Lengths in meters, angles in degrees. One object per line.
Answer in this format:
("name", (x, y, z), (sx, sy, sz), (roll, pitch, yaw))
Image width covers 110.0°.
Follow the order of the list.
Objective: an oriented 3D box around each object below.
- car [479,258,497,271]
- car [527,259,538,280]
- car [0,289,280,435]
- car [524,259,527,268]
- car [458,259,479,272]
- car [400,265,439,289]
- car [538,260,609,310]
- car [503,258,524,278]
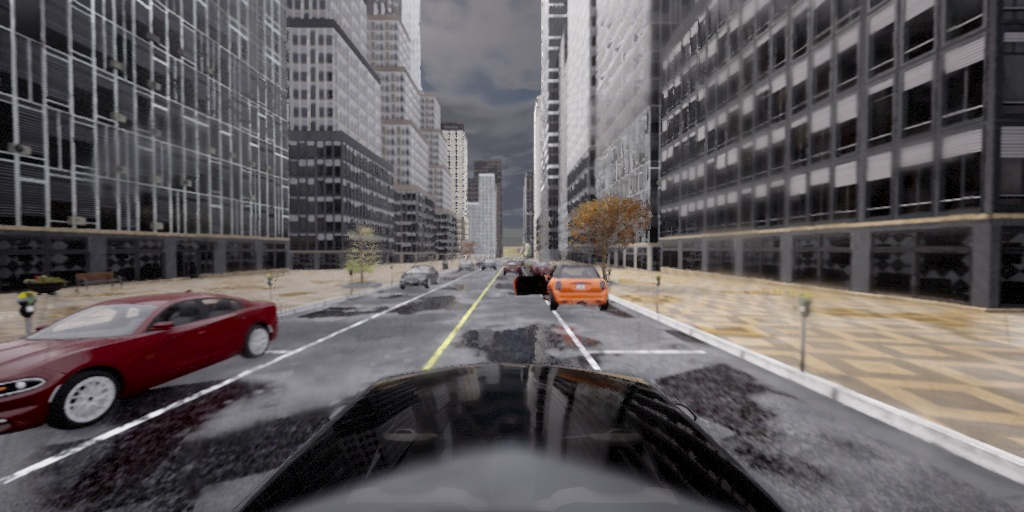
("car", (-3.038, 1.198, 48.442), (1.812, 1.442, 4.674), (0, 0, 0))
("car", (2.696, 1.132, 33.729), (1.967, 1.591, 4.097), (0, 0, 0))
("car", (-5.689, 1.287, 5.605), (1.888, 1.381, 4.507), (0, 0, 0))
("car", (2.700, 1.188, 56.399), (1.751, 1.417, 4.829), (0, 0, 0))
("car", (-5.683, 1.227, 44.980), (2.007, 1.370, 4.403), (0, 0, 0))
("car", (-5.687, 1.261, 22.480), (2.007, 1.370, 4.403), (0, 0, 0))
("car", (2.391, 1.076, 14.572), (2.097, 1.767, 4.553), (0, 0, 0))
("car", (0.058, 1.213, 37.390), (1.812, 1.442, 4.674), (0, 0, 0))
